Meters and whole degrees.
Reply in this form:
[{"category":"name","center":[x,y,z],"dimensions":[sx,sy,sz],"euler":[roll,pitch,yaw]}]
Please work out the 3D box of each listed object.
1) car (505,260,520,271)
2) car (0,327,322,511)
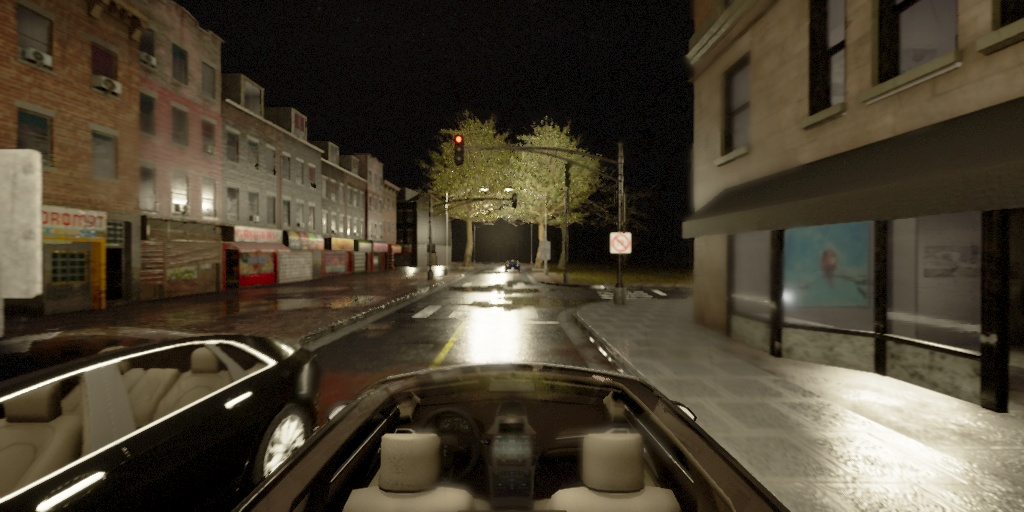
[{"category":"car","center":[0.093,1.181,45.489],"dimensions":[1.895,1.301,4.718],"euler":[0,0,0]},{"category":"car","center":[-2.821,1.256,1.652],"dimensions":[1.837,1.490,4.892],"euler":[0,0,0]}]
